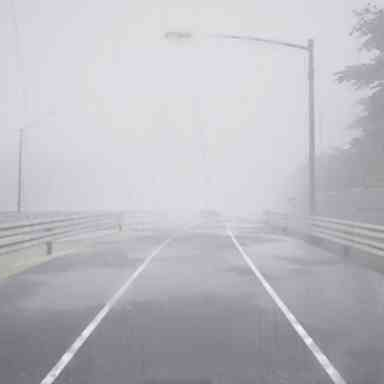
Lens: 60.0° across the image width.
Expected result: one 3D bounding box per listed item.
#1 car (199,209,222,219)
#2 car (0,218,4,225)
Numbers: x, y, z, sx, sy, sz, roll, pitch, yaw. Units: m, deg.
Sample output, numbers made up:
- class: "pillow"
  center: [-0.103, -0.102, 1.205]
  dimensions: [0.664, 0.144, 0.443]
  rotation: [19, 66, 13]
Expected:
- class: "car"
  center: [2.706, 3.113, 47.508]
  dimensions: [2.128, 1.511, 4.902]
  rotation: [-1, -3, 29]
- class: "car"
  center: [-15.515, 1.838, 23.010]
  dimensions: [2.097, 1.767, 4.553]
  rotation: [-3, -4, 44]
